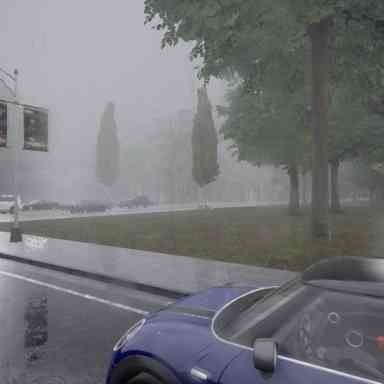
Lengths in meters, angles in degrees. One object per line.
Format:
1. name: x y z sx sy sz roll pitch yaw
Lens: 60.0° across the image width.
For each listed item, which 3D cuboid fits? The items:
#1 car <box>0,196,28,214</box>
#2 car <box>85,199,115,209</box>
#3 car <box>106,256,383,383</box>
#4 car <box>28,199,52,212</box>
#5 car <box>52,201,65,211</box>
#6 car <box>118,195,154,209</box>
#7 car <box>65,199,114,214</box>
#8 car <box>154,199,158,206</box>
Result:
1. car: -21.085 1.399 35.563 2.150 2.045 5.566 0 0 34
2. car: -14.096 1.837 51.209 1.994 1.385 4.181 0 0 35
3. car: 1.394 1.352 2.694 4.553 1.767 2.097 0 0 36
4. car: -19.779 1.695 43.090 1.882 1.535 5.008 0 0 35
5. car: -15.121 1.778 44.079 2.033 1.411 5.357 0 0 35
6. car: -9.132 1.514 52.631 2.150 2.045 5.566 0 0 36
7. car: -11.418 1.555 37.682 2.097 1.767 4.553 0 0 35
8. car: -8.150 1.836 59.652 2.128 1.511 4.902 0 0 36
